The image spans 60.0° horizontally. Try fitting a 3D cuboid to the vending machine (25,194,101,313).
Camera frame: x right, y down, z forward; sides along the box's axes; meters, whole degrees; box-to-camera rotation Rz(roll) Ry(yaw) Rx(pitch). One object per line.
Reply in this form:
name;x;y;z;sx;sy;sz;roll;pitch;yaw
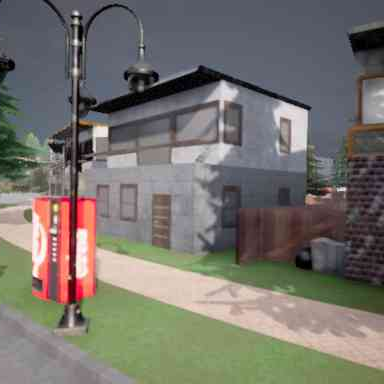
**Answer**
vending machine;-2.537;1.091;6.581;0.880;2.100;1.100;2;1;42
